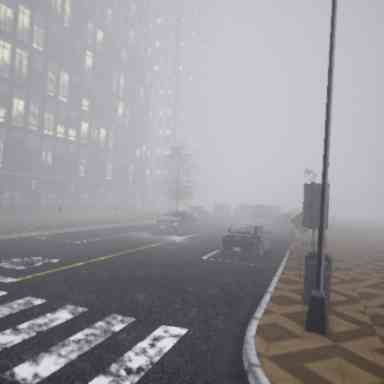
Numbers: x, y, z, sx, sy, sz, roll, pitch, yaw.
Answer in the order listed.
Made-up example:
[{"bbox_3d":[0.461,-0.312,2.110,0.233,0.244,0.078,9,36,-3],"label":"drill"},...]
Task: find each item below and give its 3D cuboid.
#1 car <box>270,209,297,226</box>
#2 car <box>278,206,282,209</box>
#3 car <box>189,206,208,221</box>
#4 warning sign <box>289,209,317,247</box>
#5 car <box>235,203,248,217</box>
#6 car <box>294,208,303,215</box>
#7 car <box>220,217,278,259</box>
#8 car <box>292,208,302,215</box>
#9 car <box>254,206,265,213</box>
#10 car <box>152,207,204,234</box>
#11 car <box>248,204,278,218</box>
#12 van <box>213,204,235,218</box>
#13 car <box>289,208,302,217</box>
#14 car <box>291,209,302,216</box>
[{"bbox_3d":[9.995,2.911,36.206,1.947,1.339,4.313,3,-1,20],"label":"car"},{"bbox_3d":[12.407,2.966,50.770,2.150,2.045,5.566,3,-1,20],"label":"car"},{"bbox_3d":[0.226,2.147,33.756,1.967,1.590,4.097,3,-1,20],"label":"car"},{"bbox_3d":[5.982,1.896,17.899,1.300,1.860,1.060,4,0,20],"label":"warning sign"},{"bbox_3d":[7.129,2.549,45.006,2.150,2.045,5.566,3,-1,20],"label":"car"},{"bbox_3d":[25.250,4.571,78.660,1.947,1.339,4.313,3,-1,20],"label":"car"},{"bbox_3d":[2.490,2.068,14.938,2.008,1.369,4.403,2,-1,20],"label":"car"},{"bbox_3d":[15.716,3.534,52.126,1.947,1.339,4.313,3,-1,20],"label":"car"},{"bbox_3d":[15.471,3.934,76.196,1.947,1.339,4.313,3,-1,20],"label":"car"},{"bbox_3d":[-0.998,1.965,22.685,1.812,1.442,4.674,3,-1,20],"label":"car"},{"bbox_3d":[8.685,2.557,40.303,2.150,2.045,5.566,3,-1,20],"label":"car"},{"bbox_3d":[4.043,2.465,44.369,1.690,1.788,3.998,3,-1,20],"label":"van"},{"bbox_3d":[19.536,3.824,62.742,1.967,1.590,4.097,3,-1,20],"label":"car"},{"bbox_3d":[21.436,4.157,68.046,1.947,1.339,4.313,3,-1,20],"label":"car"}]
